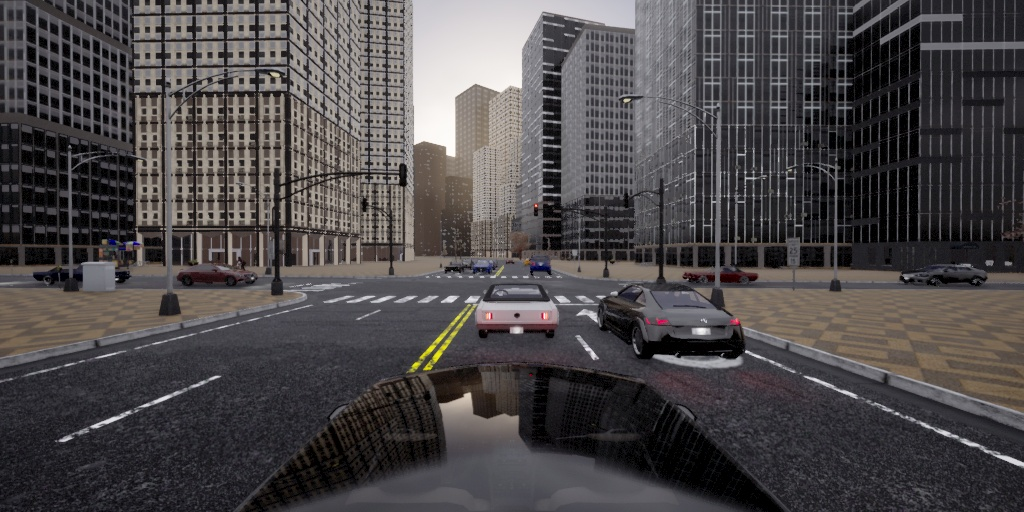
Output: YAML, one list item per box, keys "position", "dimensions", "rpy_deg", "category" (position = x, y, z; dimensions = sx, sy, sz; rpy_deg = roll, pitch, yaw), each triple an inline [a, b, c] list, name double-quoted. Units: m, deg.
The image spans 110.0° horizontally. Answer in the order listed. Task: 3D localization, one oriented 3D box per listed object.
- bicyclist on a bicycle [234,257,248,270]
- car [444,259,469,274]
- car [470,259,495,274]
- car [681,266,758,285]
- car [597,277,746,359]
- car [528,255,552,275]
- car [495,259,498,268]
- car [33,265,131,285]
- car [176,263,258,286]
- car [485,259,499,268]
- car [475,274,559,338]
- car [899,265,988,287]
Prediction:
- position: [-24.667, 0.872, 32.595]
  dimensions: [0.582, 1.620, 1.656]
  rpy_deg: [0, 1, 1]
  category: "bicyclist on a bicycle"
- position: [-6.549, 1.321, 41.403]
  dimensions: [1.895, 1.301, 4.718]
  rpy_deg: [0, 0, 0]
  category: "car"
- position: [-3.298, 1.199, 40.730]
  dimensions: [1.882, 1.535, 5.008]
  rpy_deg: [0, 0, 0]
  category: "car"
- position: [15.113, 1.403, 26.294]
  dimensions: [4.718, 1.301, 1.895]
  rpy_deg: [0, 0, 1]
  category: "car"
- position: [3.363, 1.312, 8.403]
  dimensions: [1.994, 1.385, 4.181]
  rpy_deg: [0, 0, 0]
  category: "car"
- position: [3.057, 0.946, 38.476]
  dimensions: [2.150, 2.045, 5.566]
  rpy_deg: [0, 0, 4]
  category: "car"
- position: [-3.285, 1.230, 50.074]
  dimensions: [1.812, 1.442, 4.674]
  rpy_deg: [0, 0, 0]
  category: "car"
- position: [-28.566, 1.227, 23.965]
  dimensions: [4.718, 1.301, 1.895]
  rpy_deg: [0, 0, 1]
  category: "car"
- position: [-19.457, 1.194, 23.724]
  dimensions: [4.674, 1.442, 1.812]
  rpy_deg: [0, 0, 1]
  category: "car"
- position: [-3.274, 1.231, 60.452]
  dimensions: [2.033, 1.411, 5.357]
  rpy_deg: [0, 0, 0]
  category: "car"
- position: [0.110, 1.348, 10.120]
  dimensions: [1.895, 1.301, 4.718]
  rpy_deg: [0, 0, 0]
  category: "car"
- position: [31.093, 1.366, 25.932]
  dimensions: [4.902, 1.511, 2.128]
  rpy_deg: [0, 0, 1]
  category: "car"
